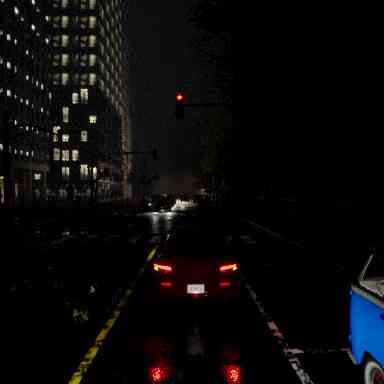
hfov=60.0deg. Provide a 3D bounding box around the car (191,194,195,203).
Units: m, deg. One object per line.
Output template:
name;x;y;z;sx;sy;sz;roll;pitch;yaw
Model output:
car;1.162;1.492;68.053;1.752;1.417;4.829;0;0;-2

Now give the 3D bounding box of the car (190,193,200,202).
car;0.713;1.271;78.971;2.192;1.841;5.009;0;0;-3

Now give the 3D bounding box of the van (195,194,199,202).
van;1.731;1.322;51.259;1.690;1.788;3.998;0;0;-2

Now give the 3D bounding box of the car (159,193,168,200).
car;-8.107;1.252;95.219;2.192;1.841;5.009;0;0;-3

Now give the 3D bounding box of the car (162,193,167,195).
car;-3.987;1.325;61.537;2.097;1.767;4.553;0;0;-2

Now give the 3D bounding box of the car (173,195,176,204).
car;-3.608;1.546;49.045;1.994;1.385;4.181;0;0;-1

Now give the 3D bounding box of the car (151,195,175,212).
car;-3.360;1.493;39.061;1.837;1.490;4.892;0;0;-1

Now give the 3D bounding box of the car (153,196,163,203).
car;-6.849;1.512;67.508;1.887;1.381;4.507;0;0;-2

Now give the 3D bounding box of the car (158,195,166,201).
car;-7.557;1.532;84.138;1.802;1.307;4.206;0;0;-3

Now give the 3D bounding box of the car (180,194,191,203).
car;-1.505;1.552;70.641;1.895;1.301;4.718;0;0;-2

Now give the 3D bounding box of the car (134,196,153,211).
car;-5.846;1.539;39.794;2.008;1.369;4.403;0;0;-1

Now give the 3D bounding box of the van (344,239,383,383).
van;2.557;1.341;2.172;1.690;1.788;3.998;0;0;0

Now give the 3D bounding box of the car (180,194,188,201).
car;-1.927;1.264;80.616;1.882;1.535;5.008;0;0;-3

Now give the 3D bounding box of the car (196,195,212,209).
car;1.883;1.509;45.887;1.752;1.417;4.829;0;0;-2

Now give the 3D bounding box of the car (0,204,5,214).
car;-18.230;1.377;28.530;4.206;1.307;1.802;1;0;3

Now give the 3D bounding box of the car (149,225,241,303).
car;0.051;1.525;8.106;1.812;1.442;4.674;0;0;0

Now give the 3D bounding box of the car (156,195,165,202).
car;-7.303;1.501;78.594;1.887;1.381;4.507;0;0;-2

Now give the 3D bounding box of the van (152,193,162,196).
van;-6.646;1.314;61.965;1.690;1.788;3.998;0;0;-2
